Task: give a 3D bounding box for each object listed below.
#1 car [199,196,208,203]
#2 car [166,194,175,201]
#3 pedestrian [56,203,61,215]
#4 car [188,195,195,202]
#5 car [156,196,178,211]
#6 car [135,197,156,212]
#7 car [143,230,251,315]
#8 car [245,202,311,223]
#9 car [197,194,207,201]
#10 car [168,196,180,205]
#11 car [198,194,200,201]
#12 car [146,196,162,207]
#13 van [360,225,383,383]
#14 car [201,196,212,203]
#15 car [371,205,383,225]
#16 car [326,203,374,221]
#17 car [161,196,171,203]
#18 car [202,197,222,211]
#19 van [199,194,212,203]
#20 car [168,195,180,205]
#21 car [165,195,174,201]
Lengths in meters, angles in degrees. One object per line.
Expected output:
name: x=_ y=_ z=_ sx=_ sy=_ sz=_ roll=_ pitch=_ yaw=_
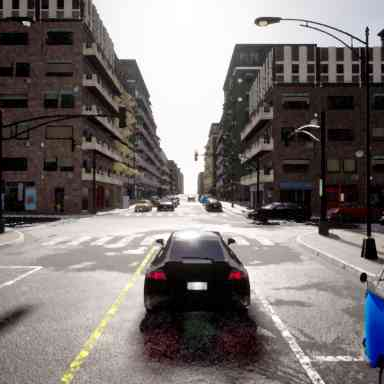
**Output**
car: x=2.578 y=1.614 z=73.863 sx=1.802 sy=1.307 sz=4.206 roll=1 pitch=0 yaw=0
car: x=-5.828 y=1.483 z=90.777 sx=1.967 sy=1.590 sz=4.097 roll=1 pitch=0 yaw=0
pedestrian: x=-12.592 y=1.598 z=31.416 sx=0.500 sy=1.100 sz=0.500 roll=0 pitch=-1 yaw=1
car: x=-0.135 y=1.562 z=80.538 sx=2.128 sy=1.511 sz=4.902 roll=0 pitch=0 yaw=0
car: x=-3.168 y=1.579 z=40.987 sx=1.994 sy=1.385 sz=4.181 roll=0 pitch=0 yaw=0
car: x=-5.743 y=1.541 z=39.823 sx=1.752 sy=1.417 sz=4.829 roll=1 pitch=0 yaw=0
car: x=0.088 y=1.566 z=7.663 sx=1.994 sy=1.385 sz=4.181 roll=0 pitch=0 yaw=0
car: x=6.461 y=1.536 z=24.962 sx=4.902 sy=1.511 sz=2.128 roll=1 pitch=0 yaw=-9
car: x=2.564 y=1.354 z=85.148 sx=2.192 sy=1.841 sz=5.009 roll=1 pitch=0 yaw=0
car: x=-3.170 y=1.502 z=60.081 sx=1.882 sy=1.535 sz=5.008 roll=0 pitch=0 yaw=0
car: x=2.589 y=1.555 z=68.390 sx=1.752 sy=1.417 sz=4.829 roll=1 pitch=0 yaw=0
car: x=-5.762 y=1.461 z=51.278 sx=1.967 sy=1.590 sz=4.097 roll=1 pitch=0 yaw=0
van: x=2.670 y=1.342 z=2.061 sx=1.690 sy=1.788 sz=3.998 roll=1 pitch=0 yaw=0
car: x=2.626 y=1.568 z=45.650 sx=2.008 sy=1.369 sz=4.403 roll=1 pitch=0 yaw=0
car: x=13.505 y=1.583 z=19.829 sx=4.313 sy=1.339 sz=1.947 roll=0 pitch=-1 yaw=1
car: x=13.594 y=1.609 z=28.211 sx=4.097 sy=1.590 sz=1.967 roll=0 pitch=-1 yaw=1
car: x=-5.801 y=1.577 z=73.849 sx=1.887 sy=1.381 sz=4.507 roll=1 pitch=0 yaw=0
car: x=2.636 y=1.581 z=40.007 sx=1.947 sy=1.339 sz=4.313 roll=1 pitch=0 yaw=0
van: x=2.611 y=1.364 z=56.935 sx=1.690 sy=1.788 sz=3.998 roll=1 pitch=0 yaw=0
car: x=-3.180 y=1.497 z=49.704 sx=1.882 sy=1.535 sz=5.008 roll=0 pitch=0 yaw=0
car: x=-5.820 y=1.590 z=85.134 sx=2.008 sy=1.369 sz=4.403 roll=1 pitch=0 yaw=0
